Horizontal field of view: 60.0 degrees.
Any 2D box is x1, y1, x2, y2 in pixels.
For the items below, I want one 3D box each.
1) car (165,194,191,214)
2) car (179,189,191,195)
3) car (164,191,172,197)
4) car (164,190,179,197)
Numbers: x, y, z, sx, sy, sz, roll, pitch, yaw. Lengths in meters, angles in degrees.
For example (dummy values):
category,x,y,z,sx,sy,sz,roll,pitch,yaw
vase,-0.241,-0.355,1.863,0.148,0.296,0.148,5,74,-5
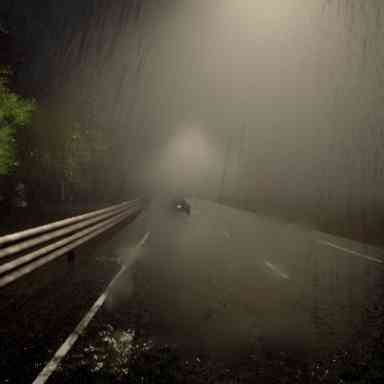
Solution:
category,x,y,z,sx,sy,sz,roll,pitch,yaw
car,-1.281,1.181,30.334,1.994,1.385,4.181,0,1,-5
car,-1.285,0.623,69.272,1.812,1.442,4.674,0,1,-5
car,-5.690,0.502,79.331,1.812,1.442,4.674,0,1,-5
car,-3.900,0.732,60.262,1.837,1.490,4.892,0,0,-5
